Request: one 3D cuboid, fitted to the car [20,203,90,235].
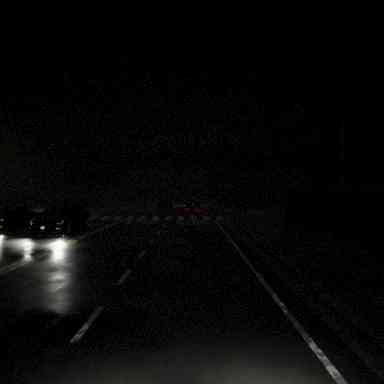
[{"bbox_3d":[-7.007,1.404,18.051,1.837,1.490,4.892,0,1,0],"label":"car"}]

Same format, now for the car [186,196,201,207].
[{"bbox_3d":[0.091,1.260,44.078,1.812,1.442,4.674,0,0,0],"label":"car"}]

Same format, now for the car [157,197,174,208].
[{"bbox_3d":[-3.393,1.277,42.525,2.033,1.411,5.357,0,0,0],"label":"car"}]

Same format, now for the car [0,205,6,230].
[{"bbox_3d":[-7.087,1.179,7.799,2.150,2.045,5.566,0,0,0],"label":"car"}]

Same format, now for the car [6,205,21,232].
[{"bbox_3d":[-10.499,1.464,19.067,1.994,1.385,4.181,0,0,0],"label":"car"}]
